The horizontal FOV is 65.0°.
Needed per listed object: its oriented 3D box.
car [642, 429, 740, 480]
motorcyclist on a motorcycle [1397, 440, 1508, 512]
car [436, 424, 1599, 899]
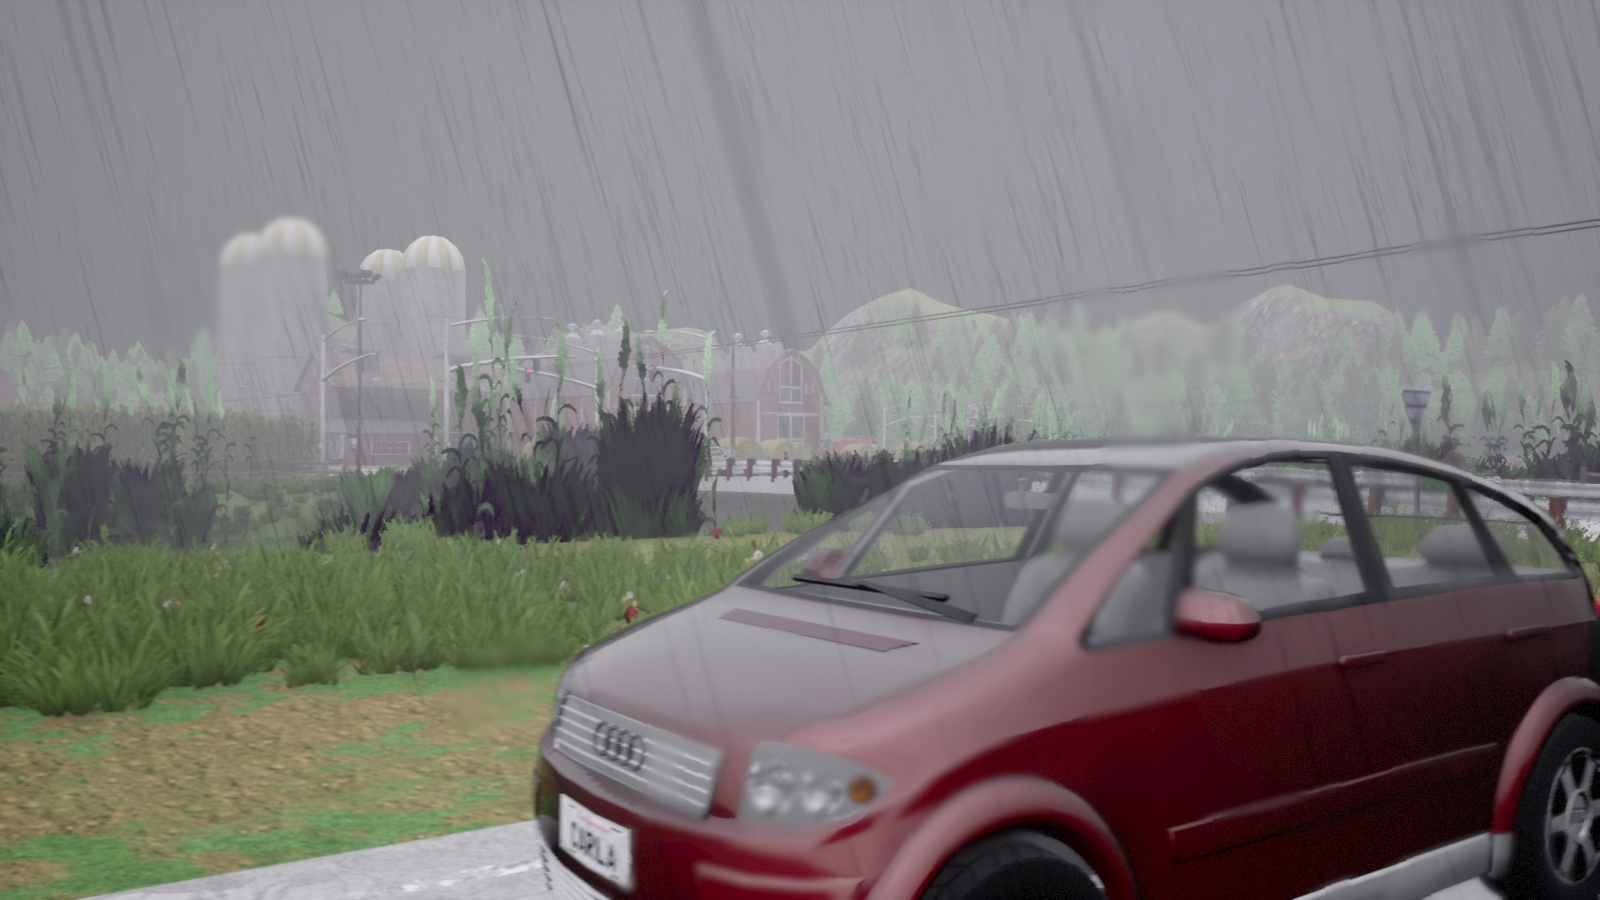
[{"bbox_3d":[-4.482,0.228,51.100,1.932,1.855,4.605,0,-2,-35],"label":"car"},{"bbox_3d":[14.589,0.556,28.137,0.797,1.523,2.044,0,2,-33],"label":"motorcyclist on a motorcycle"},{"bbox_3d":[0.974,0.735,3.971,3.705,1.549,1.789,0,0,-35],"label":"car"}]
